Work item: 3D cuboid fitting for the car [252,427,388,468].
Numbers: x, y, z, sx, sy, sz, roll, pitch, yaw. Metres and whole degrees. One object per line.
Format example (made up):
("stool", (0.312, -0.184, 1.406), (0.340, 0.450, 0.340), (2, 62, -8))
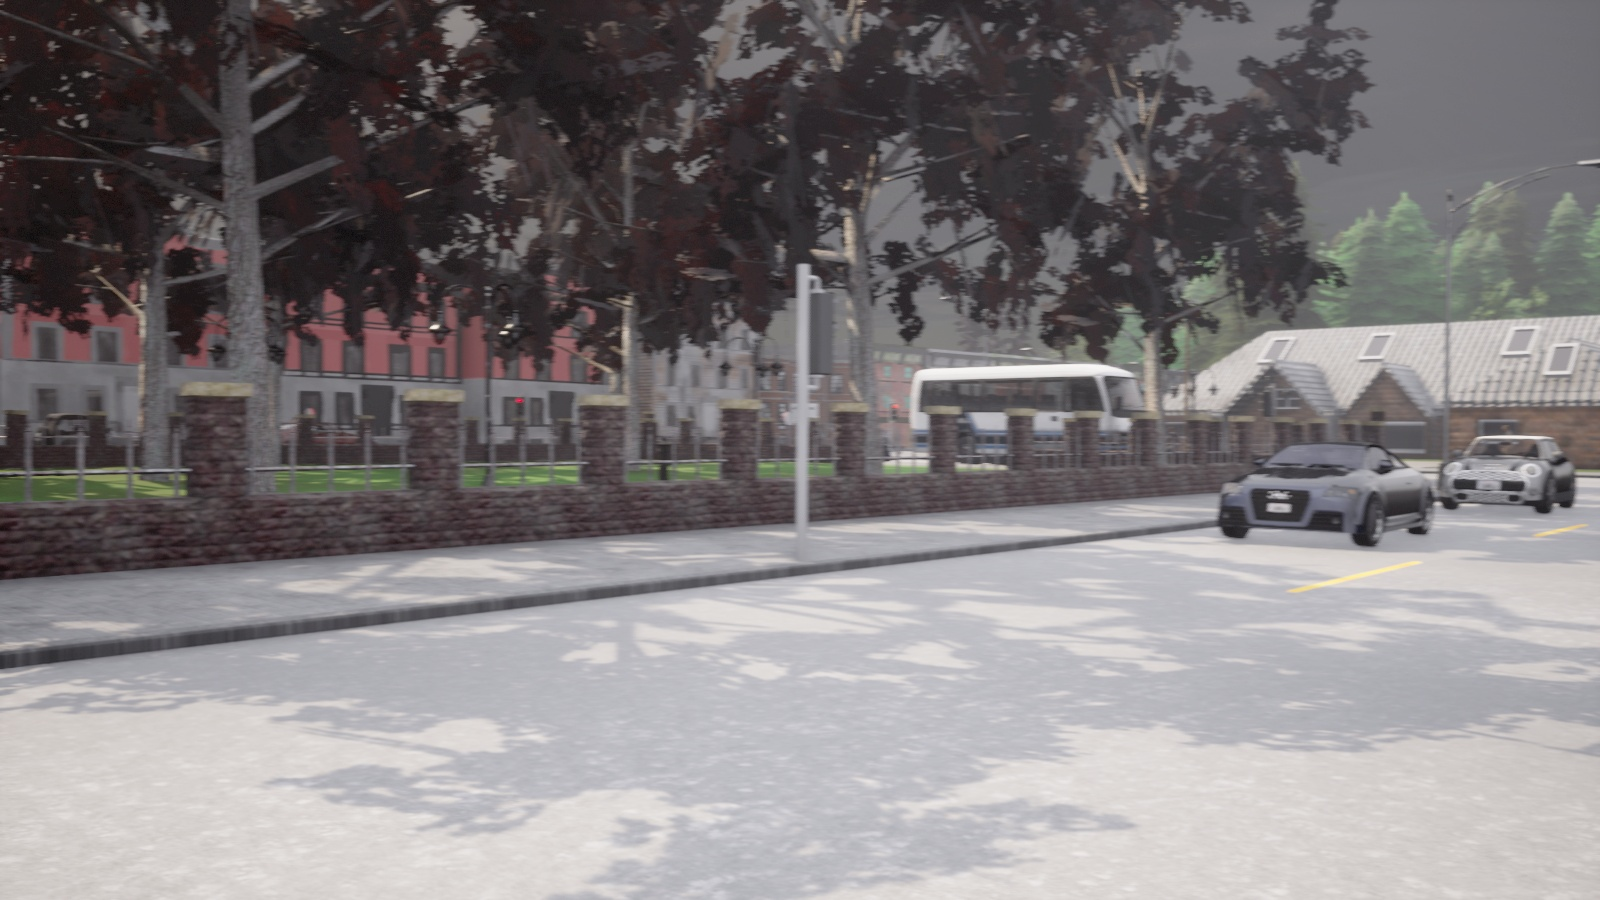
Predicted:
("car", (-20.585, -0.130, 54.010), (2.152, 1.651, 5.027), (0, 1, 44))

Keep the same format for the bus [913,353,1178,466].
("bus", (10.028, -1.576, 52.382), (10.273, 4.253, 3.944), (0, 1, 42))

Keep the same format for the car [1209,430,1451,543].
("car", (7.678, 0.431, 17.988), (1.994, 1.385, 4.181), (0, 1, 41))

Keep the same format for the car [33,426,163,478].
("car", (-26.568, 0.051, 47.579), (1.905, 1.878, 3.866), (0, 1, 43))

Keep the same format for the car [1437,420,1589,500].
("car", (14.338, 0.150, 25.161), (1.970, 1.475, 3.806), (0, 1, 40))
